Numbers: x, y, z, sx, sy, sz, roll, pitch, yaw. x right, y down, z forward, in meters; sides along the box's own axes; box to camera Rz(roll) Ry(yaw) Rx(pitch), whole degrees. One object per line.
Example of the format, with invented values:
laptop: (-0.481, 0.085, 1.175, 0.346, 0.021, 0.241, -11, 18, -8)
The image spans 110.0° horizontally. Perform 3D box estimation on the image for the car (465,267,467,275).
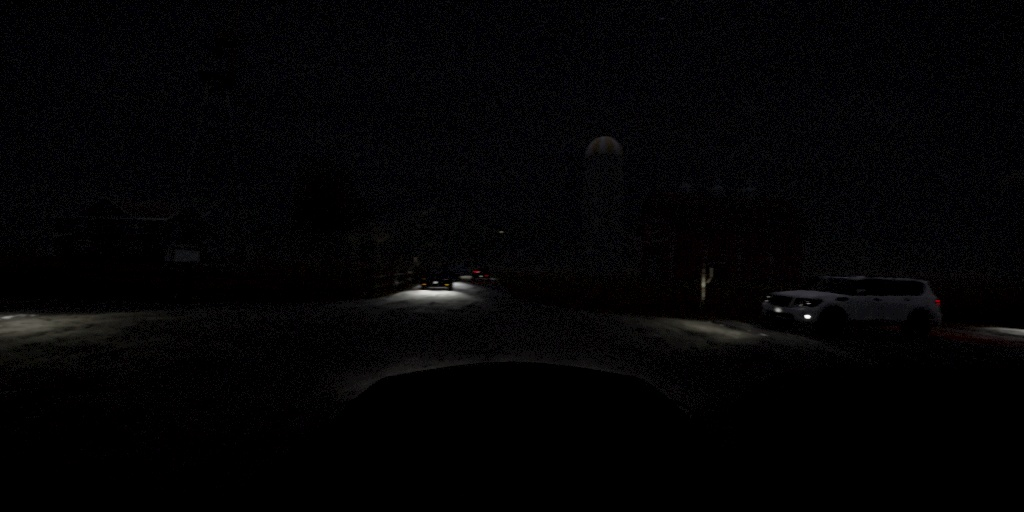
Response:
car: (-7.251, 1.858, 49.273, 1.882, 1.535, 5.008, 2, -1, -5)

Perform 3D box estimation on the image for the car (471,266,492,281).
car: (-3.175, 1.739, 36.735, 1.837, 1.490, 4.892, 2, -1, -5)

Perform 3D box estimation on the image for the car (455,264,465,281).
car: (-6.001, 1.737, 35.246, 1.895, 1.301, 4.718, 2, -1, -5)

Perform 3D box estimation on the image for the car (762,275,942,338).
car: (12.310, 1.710, 13.123, 5.566, 2.045, 2.150, 3, -1, -5)

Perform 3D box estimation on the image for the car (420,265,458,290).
car: (-5.084, 1.545, 24.963, 1.994, 1.385, 4.181, 2, -1, -6)
